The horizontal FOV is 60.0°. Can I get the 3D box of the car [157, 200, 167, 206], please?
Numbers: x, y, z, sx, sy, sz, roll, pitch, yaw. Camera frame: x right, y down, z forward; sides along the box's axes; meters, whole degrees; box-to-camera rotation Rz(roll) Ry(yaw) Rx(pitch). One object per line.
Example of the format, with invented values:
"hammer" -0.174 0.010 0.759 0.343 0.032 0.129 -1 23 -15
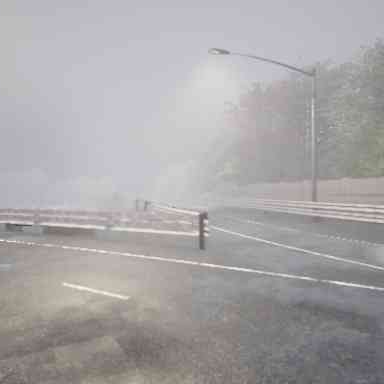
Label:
"car" -6.097 2.307 66.859 1.812 1.442 4.674 -1 -3 -8
